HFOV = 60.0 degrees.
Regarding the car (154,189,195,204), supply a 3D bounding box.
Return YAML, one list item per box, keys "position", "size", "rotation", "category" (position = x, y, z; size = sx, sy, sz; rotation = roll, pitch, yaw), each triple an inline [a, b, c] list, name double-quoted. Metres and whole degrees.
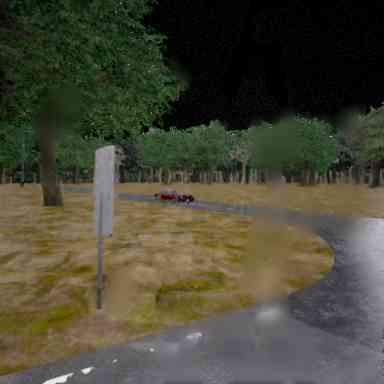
- position: [-1.753, 0.379, 32.630]
  size: [1.895, 1.301, 4.718]
  rotation: [2, 1, -38]
  category: "car"
